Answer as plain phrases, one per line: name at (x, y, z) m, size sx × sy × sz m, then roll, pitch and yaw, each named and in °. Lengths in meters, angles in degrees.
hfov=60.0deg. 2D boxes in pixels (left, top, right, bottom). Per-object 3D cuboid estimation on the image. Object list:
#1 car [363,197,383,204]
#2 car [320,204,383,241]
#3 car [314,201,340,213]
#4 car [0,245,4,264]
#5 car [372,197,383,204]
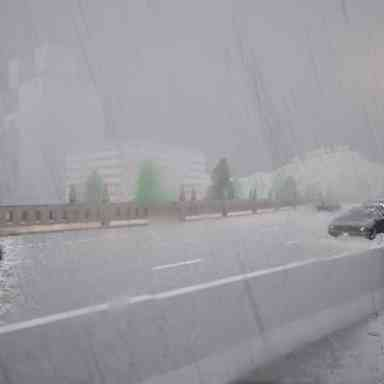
car at (21.660, 1.551, 39.626) m, size 2.033 × 1.411 × 5.357 m, roll 0°, pitch 0°, yaw 36°
car at (8.820, 1.546, 17.185) m, size 2.033 × 1.411 × 5.357 m, roll 0°, pitch 0°, yaw 43°
car at (14.748, 1.627, 36.113) m, size 1.895 × 1.301 × 4.718 m, roll 0°, pitch 0°, yaw 36°
car at (-7.133, 1.510, 7.650) m, size 4.902 × 1.511 × 2.128 m, roll 0°, pitch 0°, yaw -36°
car at (38.745, 1.685, 68.821) m, size 1.994 × 1.385 × 4.181 m, roll 0°, pitch -2°, yaw 36°
